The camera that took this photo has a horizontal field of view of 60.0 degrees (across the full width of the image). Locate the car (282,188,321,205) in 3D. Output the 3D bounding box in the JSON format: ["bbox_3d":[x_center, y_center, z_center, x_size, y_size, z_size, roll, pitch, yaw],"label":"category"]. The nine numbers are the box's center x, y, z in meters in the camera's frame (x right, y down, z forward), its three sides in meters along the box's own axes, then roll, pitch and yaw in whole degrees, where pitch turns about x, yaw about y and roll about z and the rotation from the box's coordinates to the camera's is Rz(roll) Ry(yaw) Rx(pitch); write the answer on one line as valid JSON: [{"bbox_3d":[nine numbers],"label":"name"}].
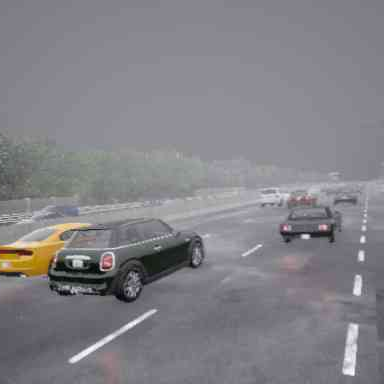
[{"bbox_3d":[10.364,0.573,31.226,2.097,1.767,4.553,-5,0,28],"label":"car"}]

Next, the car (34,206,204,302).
[{"bbox_3d":[-1.454,1.474,9.008,2.097,1.767,4.553,-5,0,28],"label":"car"}]

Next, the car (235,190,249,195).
[{"bbox_3d":[12.758,0.358,80.353,1.882,1.535,5.008,-5,0,28],"label":"car"}]

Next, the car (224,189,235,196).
[{"bbox_3d":[9.647,0.353,81.975,2.150,2.045,5.566,-5,0,28],"label":"car"}]

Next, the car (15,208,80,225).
[{"bbox_3d":[-11.851,2.471,26.768,1.837,1.490,4.892,-5,-1,28],"label":"car"}]

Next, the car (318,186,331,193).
[{"bbox_3d":[30.710,-0.587,76.859,2.033,1.411,5.357,-5,0,28],"label":"car"}]

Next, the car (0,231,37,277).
[{"bbox_3d":[-4.070,1.810,11.505,1.882,1.535,5.008,-5,0,28],"label":"car"}]

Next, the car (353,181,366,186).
[{"bbox_3d":[36.865,-1.093,73.564,1.812,1.442,4.674,-5,0,28],"label":"car"}]

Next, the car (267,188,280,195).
[{"bbox_3d":[18.921,-0.057,77.058,1.994,1.385,4.181,-5,0,28],"label":"car"}]

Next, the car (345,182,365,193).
[{"bbox_3d":[27.418,-0.454,55.819,2.033,1.411,5.357,-5,0,28],"label":"car"}]

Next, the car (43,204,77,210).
[{"bbox_3d":[-14.805,2.433,36.008,2.150,2.045,5.566,-5,-1,28],"label":"car"}]

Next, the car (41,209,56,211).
[{"bbox_3d":[-13.784,2.686,30.529,1.994,1.385,4.181,-5,0,29],"label":"car"}]

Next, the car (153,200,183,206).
[{"bbox_3d":[-2.630,1.813,43.941,1.812,1.442,4.674,-5,0,28],"label":"car"}]

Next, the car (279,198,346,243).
[{"bbox_3d":[5.053,1.215,13.769,1.895,1.301,4.718,-5,0,28],"label":"car"}]

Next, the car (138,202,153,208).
[{"bbox_3d":[-5.704,2.082,45.594,1.994,1.385,4.181,-5,0,28],"label":"car"}]

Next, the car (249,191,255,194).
[{"bbox_3d":[15.841,-0.010,78.733,2.097,1.767,4.553,-5,0,28],"label":"car"}]

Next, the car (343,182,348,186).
[{"bbox_3d":[34.727,-0.911,76.979,1.812,1.442,4.674,-5,0,28],"label":"car"}]

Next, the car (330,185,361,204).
[{"bbox_3d":[15.170,0.414,32.796,1.994,1.385,4.181,-5,0,28],"label":"car"}]

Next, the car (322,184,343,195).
[{"bbox_3d":[24.342,-0.265,57.474,2.128,1.511,4.902,-5,0,28],"label":"car"}]

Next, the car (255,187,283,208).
[{"bbox_3d":[9.018,0.560,36.147,2.150,2.045,5.566,-5,0,28],"label":"car"}]
